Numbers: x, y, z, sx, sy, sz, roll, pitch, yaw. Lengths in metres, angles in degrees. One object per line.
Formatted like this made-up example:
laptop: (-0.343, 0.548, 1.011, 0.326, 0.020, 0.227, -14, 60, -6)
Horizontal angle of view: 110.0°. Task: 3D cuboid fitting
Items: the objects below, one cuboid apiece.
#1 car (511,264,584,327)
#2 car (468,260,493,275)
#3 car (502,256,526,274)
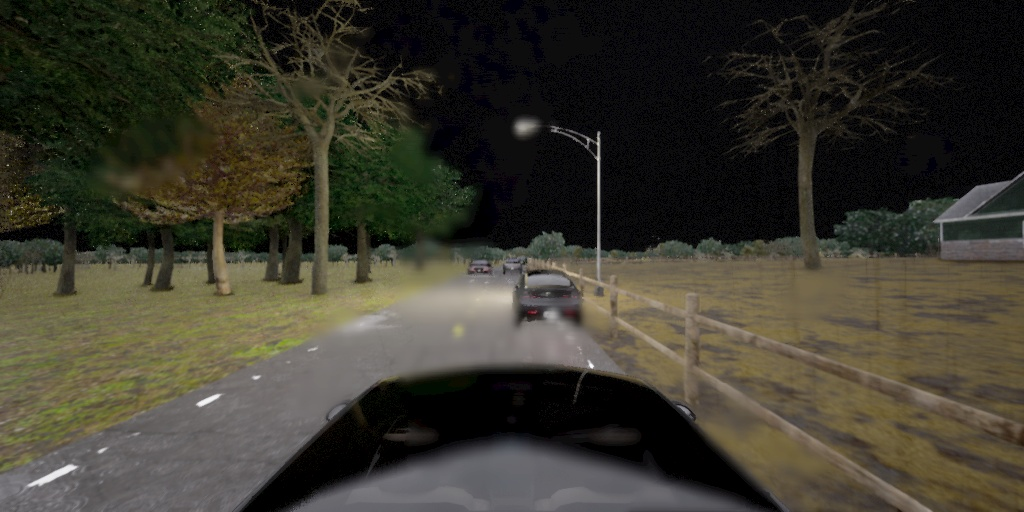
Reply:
car: (0.963, 1.165, 11.059, 1.837, 1.490, 4.892, 0, 1, 0)
car: (-2.844, 1.053, 33.053, 1.994, 1.385, 4.181, 0, 0, 0)
car: (0.056, 0.973, 35.941, 2.128, 1.511, 4.902, 0, 0, 0)
